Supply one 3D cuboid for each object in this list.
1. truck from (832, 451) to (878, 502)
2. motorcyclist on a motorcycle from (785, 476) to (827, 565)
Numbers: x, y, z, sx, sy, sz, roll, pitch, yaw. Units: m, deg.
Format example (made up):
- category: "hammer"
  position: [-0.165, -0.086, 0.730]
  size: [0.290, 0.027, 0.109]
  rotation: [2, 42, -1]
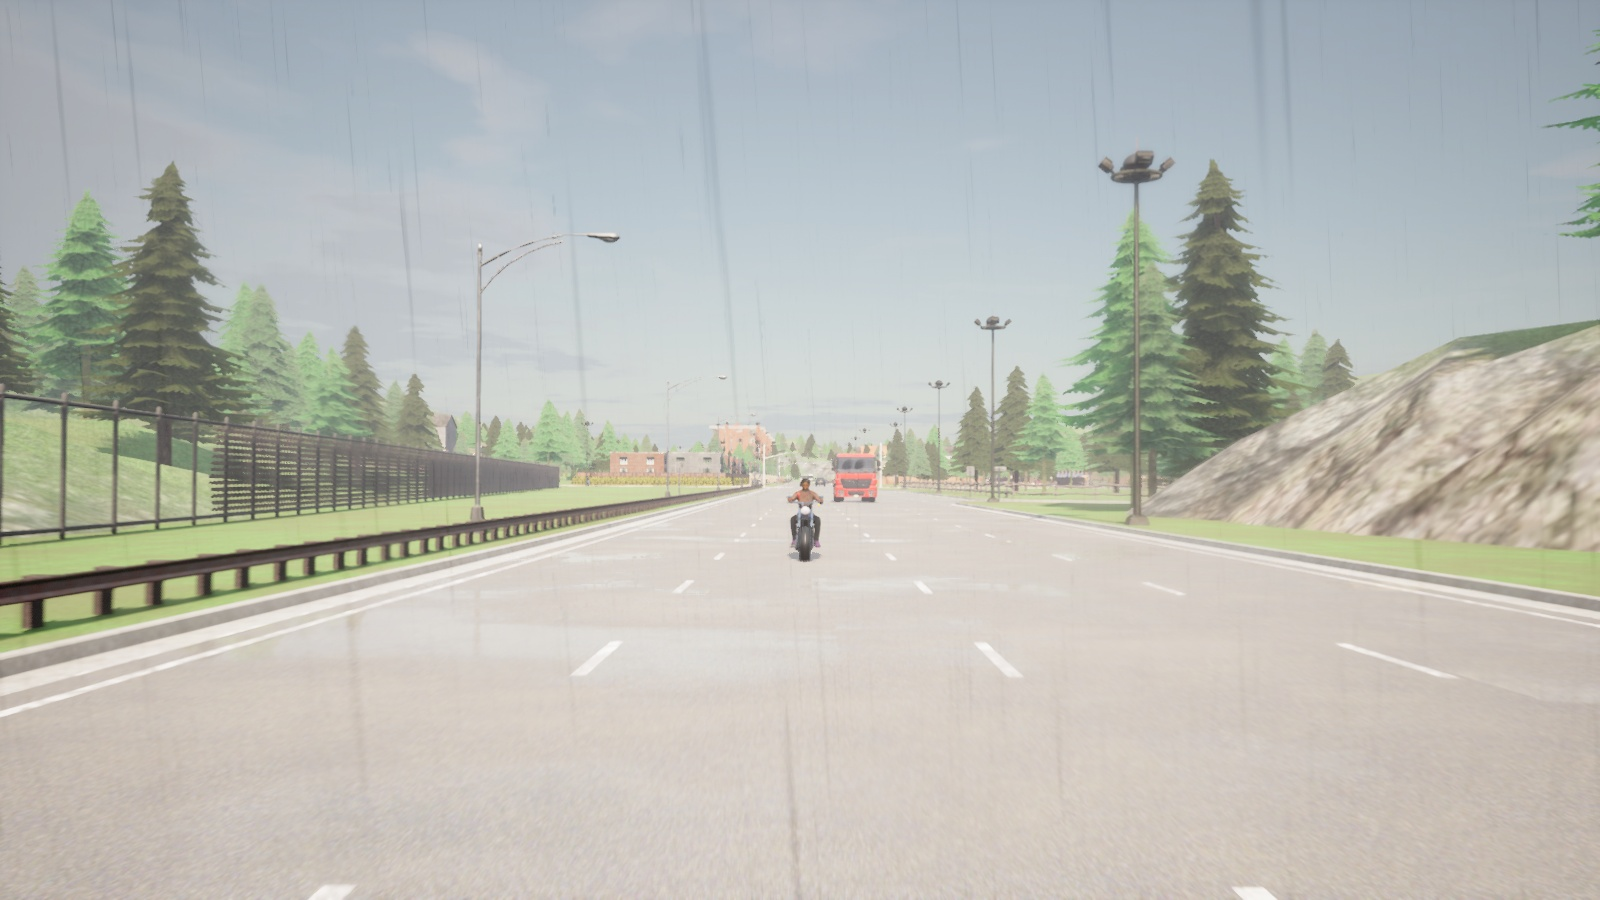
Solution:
- category: "truck"
  position: [3.825, 1.895, 89.005]
  size: [2.891, 3.462, 7.936]
  rotation: [0, -1, 0]
- category: "motorcyclist on a motorcycle"
  position: [0.112, 1.346, 24.576]
  size: [0.766, 1.649, 2.350]
  rotation: [0, -1, 0]
